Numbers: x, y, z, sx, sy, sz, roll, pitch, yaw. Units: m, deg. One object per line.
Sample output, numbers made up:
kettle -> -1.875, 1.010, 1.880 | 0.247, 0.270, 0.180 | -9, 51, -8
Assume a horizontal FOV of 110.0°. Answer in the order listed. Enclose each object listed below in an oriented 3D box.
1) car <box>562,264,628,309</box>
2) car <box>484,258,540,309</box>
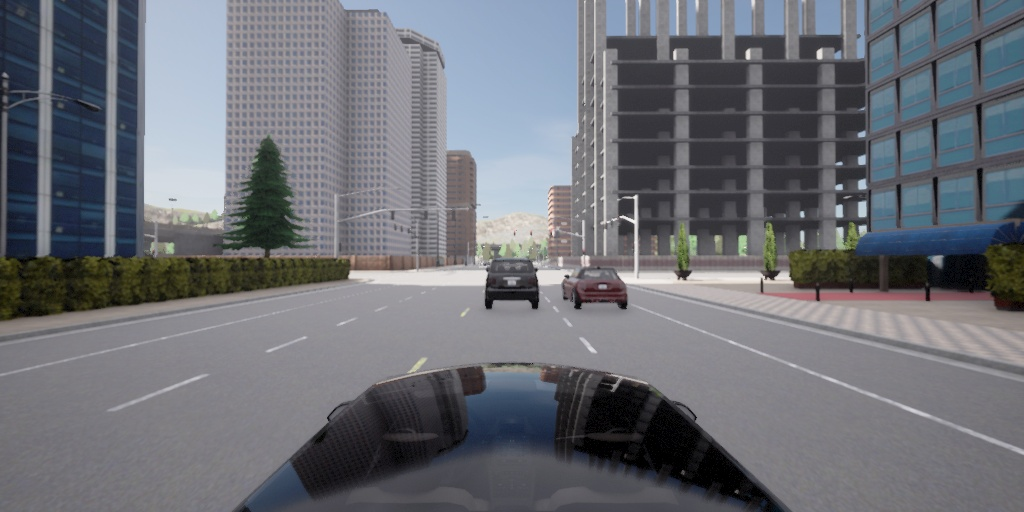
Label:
car -> 3.501, 1.233, 15.932 | 2.097, 1.767, 4.553 | 0, -1, 0
car -> -0.001, 1.098, 15.867 | 2.150, 2.045, 5.566 | 0, 0, 0
